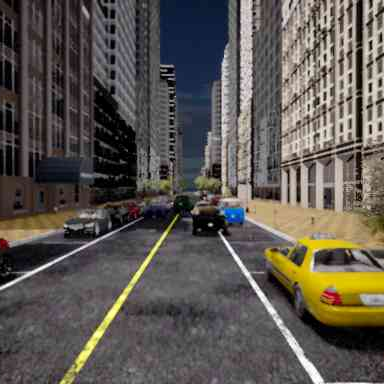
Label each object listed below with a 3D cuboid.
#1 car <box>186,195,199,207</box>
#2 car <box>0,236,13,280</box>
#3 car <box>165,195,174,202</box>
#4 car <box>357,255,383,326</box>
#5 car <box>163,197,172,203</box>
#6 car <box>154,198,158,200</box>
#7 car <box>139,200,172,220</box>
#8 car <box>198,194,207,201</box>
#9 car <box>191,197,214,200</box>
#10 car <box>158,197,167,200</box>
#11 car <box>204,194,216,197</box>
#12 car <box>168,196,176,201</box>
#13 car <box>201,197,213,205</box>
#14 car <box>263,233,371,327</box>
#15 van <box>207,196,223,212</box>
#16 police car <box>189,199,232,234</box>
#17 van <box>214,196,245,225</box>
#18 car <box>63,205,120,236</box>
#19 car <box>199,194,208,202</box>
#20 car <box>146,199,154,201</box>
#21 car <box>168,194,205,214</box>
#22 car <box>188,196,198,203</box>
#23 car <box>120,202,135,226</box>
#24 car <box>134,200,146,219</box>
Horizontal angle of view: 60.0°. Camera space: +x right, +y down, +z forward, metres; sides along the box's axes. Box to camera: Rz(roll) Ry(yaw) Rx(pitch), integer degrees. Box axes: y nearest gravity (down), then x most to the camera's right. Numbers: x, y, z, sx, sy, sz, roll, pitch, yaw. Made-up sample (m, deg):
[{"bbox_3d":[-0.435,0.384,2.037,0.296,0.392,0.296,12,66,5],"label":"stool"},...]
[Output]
[{"bbox_3d":[0.135,1.471,55.377,2.097,1.767,4.553,0,0,0],"label":"car"},{"bbox_3d":[-5.682,1.456,7.014,1.967,1.590,4.097,-1,0,0],"label":"car"},{"bbox_3d":[-5.500,1.613,80.901,1.967,1.590,4.097,-1,0,0],"label":"car"},{"bbox_3d":[2.684,1.443,1.310,1.967,1.590,4.097,-1,0,0],"label":"car"},{"bbox_3d":[-5.513,1.743,75.217,1.802,1.307,4.206,-1,0,0],"label":"car"},{"bbox_3d":[-5.597,1.671,41.116,1.802,1.307,4.206,-1,0,0],"label":"car"},{"bbox_3d":[-3.028,1.663,28.808,1.895,1.301,4.718,0,0,0],"label":"car"},{"bbox_3d":[2.907,1.511,92.249,2.192,1.841,5.009,-1,0,0],"label":"car"},{"bbox_3d":[0.972,1.519,29.584,1.801,1.575,5.366,0,0,0],"label":"car"},{"bbox_3d":[-5.569,1.665,52.483,2.008,1.369,4.403,-1,0,0],"label":"car"},{"bbox_3d":[2.767,1.391,35.412,2.192,1.841,5.009,-1,0,0],"label":"car"},{"bbox_3d":[-5.472,1.722,92.098,1.752,1.417,4.829,-1,0,0],"label":"car"},{"bbox_3d":[2.839,1.687,63.829,2.008,1.369,4.403,-1,0,0],"label":"car"},{"bbox_3d":[2.700,1.541,7.163,1.752,1.417,4.829,-1,0,0],"label":"car"},{"bbox_3d":[2.781,1.430,41.095,1.690,1.788,3.998,-1,0,0],"label":"van"},{"bbox_3d":[0.947,1.468,19.505,1.930,1.638,5.238,0,0,0],"label":"police car"},{"bbox_3d":[2.740,1.393,24.045,1.690,1.788,3.998,-1,0,0],"label":"van"},{"bbox_3d":[-5.653,1.591,18.381,2.008,1.369,4.403,-1,0,0],"label":"car"},{"bbox_3d":[2.893,1.499,86.565,2.192,1.841,5.009,-1,0,0],"label":"car"},{"bbox_3d":[-5.612,1.628,35.432,2.008,1.369,4.403,-1,0,0],"label":"car"},{"bbox_3d":[-0.055,1.298,35.783,2.150,2.045,5.566,-1,0,24],"label":"car"},{"bbox_3d":[0.173,1.593,70.407,1.994,1.385,4.181,0,0,0],"label":"car"},{"bbox_3d":[-5.639,1.619,24.065,1.947,1.339,4.313,-1,0,0],"label":"car"},{"bbox_3d":[-5.625,1.610,29.748,1.887,1.381,4.507,-1,0,0],"label":"car"}]
